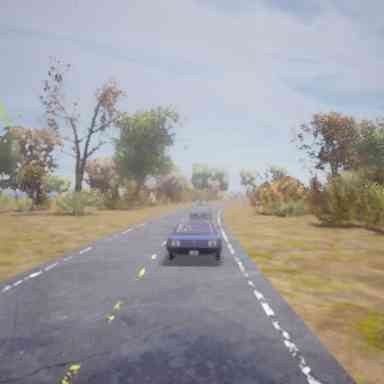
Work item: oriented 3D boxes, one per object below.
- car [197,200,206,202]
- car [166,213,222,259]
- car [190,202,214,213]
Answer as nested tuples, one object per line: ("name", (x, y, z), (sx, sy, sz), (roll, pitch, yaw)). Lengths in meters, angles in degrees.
("car", (1.780, 2.313, 65.851), (1.895, 1.301, 4.718), (0, -1, 9))
("car", (0.152, 1.740, 13.152), (1.895, 1.301, 4.718), (0, -1, 2))
("car", (0.761, 1.838, 27.378), (2.033, 1.411, 5.357), (0, -1, 4))
